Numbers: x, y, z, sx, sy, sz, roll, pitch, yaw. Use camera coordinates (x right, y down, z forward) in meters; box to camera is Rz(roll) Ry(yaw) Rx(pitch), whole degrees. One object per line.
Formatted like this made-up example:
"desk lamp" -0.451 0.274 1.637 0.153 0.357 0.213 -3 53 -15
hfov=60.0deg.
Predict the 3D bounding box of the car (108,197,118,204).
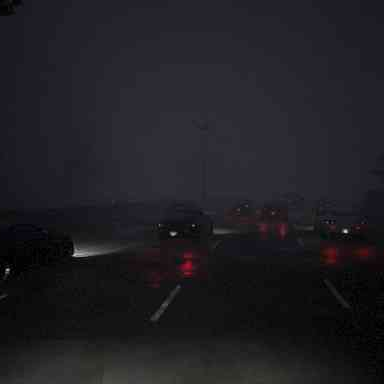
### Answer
"car" -10.131 1.446 50.590 1.895 1.301 4.718 0 0 26

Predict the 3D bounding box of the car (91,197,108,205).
"car" -13.588 1.405 51.436 1.994 1.385 4.181 0 0 25

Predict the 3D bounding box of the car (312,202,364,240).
"car" 7.356 1.481 16.850 1.812 1.442 4.674 0 0 15

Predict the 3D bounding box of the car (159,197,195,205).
"car" -0.572 1.412 26.925 2.128 1.511 4.902 0 0 18

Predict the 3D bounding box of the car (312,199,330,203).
"car" 13.577 1.433 34.621 1.812 1.442 4.674 0 0 23

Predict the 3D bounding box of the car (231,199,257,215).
"car" 5.051 1.434 32.244 1.812 1.442 4.674 0 0 21

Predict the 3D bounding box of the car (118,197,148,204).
"car" -7.940 1.382 46.951 1.812 1.442 4.674 0 0 24

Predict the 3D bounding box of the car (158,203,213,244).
"car" -0.200 1.479 15.580 1.812 1.442 4.674 0 0 13

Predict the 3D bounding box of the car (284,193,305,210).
"car" 12.359 1.110 40.390 2.150 2.045 5.566 0 0 25

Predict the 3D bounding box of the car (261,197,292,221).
"car" 6.706 1.404 26.545 1.882 1.535 5.008 0 0 19

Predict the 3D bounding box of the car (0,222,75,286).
"car" -5.131 1.533 9.371 1.994 1.385 4.181 0 0 11

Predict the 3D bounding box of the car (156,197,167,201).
"car" -3.698 1.383 47.822 1.812 1.442 4.674 0 0 26
